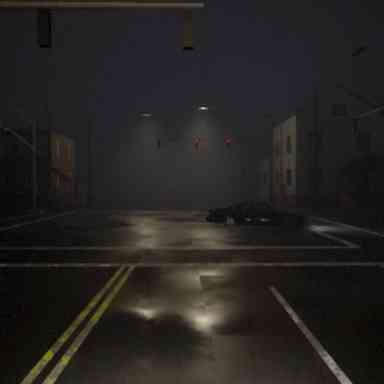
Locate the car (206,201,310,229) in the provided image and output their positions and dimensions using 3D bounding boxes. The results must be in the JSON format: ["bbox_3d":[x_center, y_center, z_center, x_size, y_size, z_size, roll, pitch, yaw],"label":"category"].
[{"bbox_3d":[3.456,1.211,17.943,5.357,1.411,2.033,1,1,12],"label":"car"}]
